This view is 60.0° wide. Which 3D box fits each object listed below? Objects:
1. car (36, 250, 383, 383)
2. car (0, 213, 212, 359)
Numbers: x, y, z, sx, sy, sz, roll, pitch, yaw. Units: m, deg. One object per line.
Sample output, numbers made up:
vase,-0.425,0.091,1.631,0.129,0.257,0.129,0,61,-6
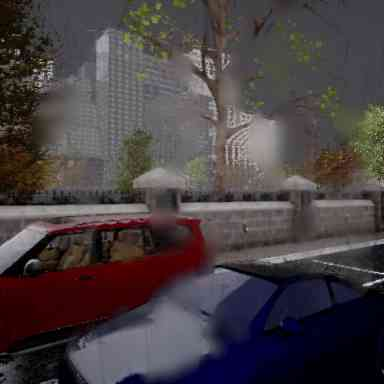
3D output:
car,0.692,1.574,3.869,4.181,1.385,1.994,0,0,-36
car,-1.854,1.320,5.234,5.009,1.841,2.192,0,0,-36
